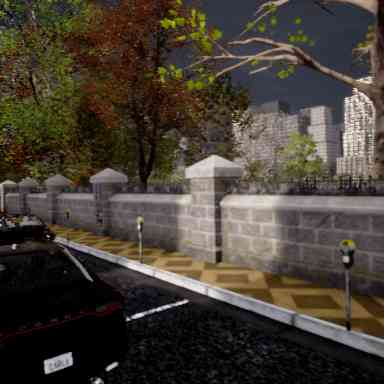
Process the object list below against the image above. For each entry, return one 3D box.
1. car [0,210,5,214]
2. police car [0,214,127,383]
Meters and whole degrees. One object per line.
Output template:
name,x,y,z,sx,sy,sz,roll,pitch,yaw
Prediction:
car,-6.364,1.464,11.978,2.008,1.369,4.403,-2,1,-40
police car,-2.895,1.387,5.083,1.930,1.638,5.238,-2,1,-40
